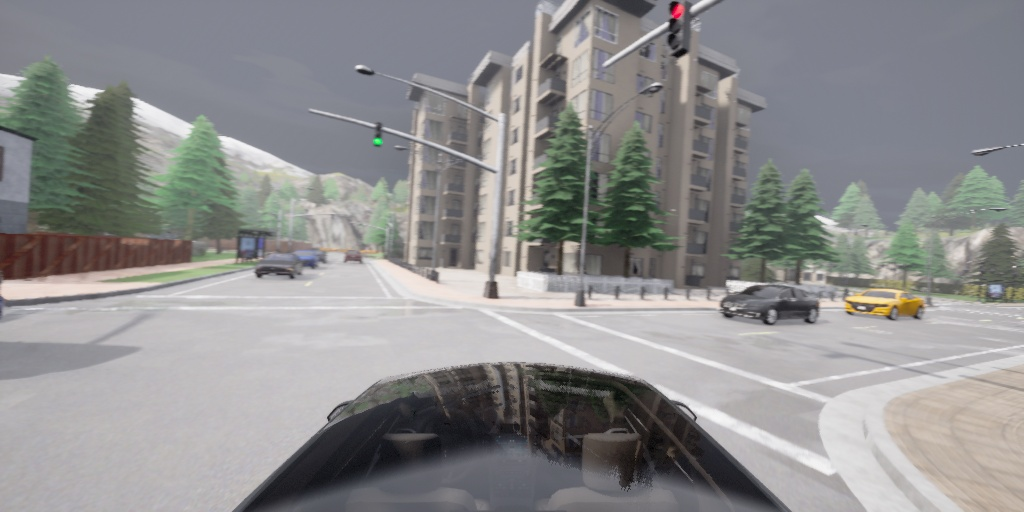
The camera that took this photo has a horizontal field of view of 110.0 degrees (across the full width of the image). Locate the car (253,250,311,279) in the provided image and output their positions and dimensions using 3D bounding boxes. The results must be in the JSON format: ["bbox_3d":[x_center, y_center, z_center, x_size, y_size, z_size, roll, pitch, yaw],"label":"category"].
[{"bbox_3d":[-13.615,0.509,21.306,2.033,1.411,5.357,4,0,-23],"label":"car"}]

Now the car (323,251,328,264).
[{"bbox_3d":[-21.751,0.060,40.198,2.033,1.411,5.357,4,0,-23],"label":"car"}]

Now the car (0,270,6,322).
[{"bbox_3d":[-10.407,0.318,4.392,5.566,2.045,2.150,4,-2,-10],"label":"car"}]

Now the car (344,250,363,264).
[{"bbox_3d":[-19.951,-0.009,45.189,2.097,1.767,4.553,4,0,-23],"label":"car"}]

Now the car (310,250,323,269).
[{"bbox_3d":[-17.554,0.222,30.408,1.882,1.535,5.008,4,0,-23],"label":"car"}]

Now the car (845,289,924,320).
[{"bbox_3d":[20.405,2.560,19.630,5.008,1.535,1.882,4,0,-25],"label":"car"}]

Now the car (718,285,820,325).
[{"bbox_3d":[10.920,1.986,15.173,4.892,1.490,1.837,4,0,-25],"label":"car"}]
